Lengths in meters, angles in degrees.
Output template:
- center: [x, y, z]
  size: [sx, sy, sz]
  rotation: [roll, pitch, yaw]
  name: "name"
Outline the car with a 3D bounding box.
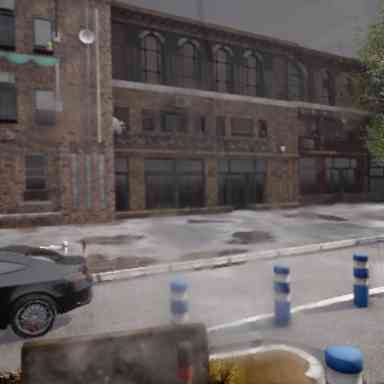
- center: [-4.073, 1.661, 5.590]
  size: [4.674, 1.442, 1.812]
  rotation: [-2, 1, -25]
  name: "car"
